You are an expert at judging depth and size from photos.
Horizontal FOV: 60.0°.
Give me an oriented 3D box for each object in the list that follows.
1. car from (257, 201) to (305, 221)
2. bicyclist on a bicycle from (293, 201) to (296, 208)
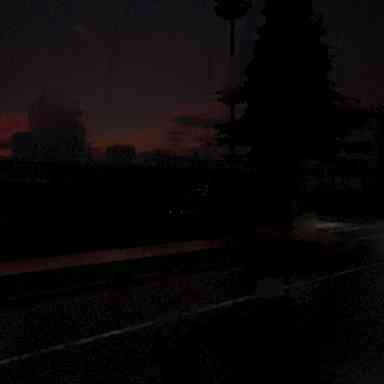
[{"bbox_3d":[6.486,1.474,26.191,1.882,1.535,5.008,0,0,-35],"label":"car"},{"bbox_3d":[10.700,1.286,35.793,1.656,1.620,0.582,0,0,-35],"label":"bicyclist on a bicycle"}]
